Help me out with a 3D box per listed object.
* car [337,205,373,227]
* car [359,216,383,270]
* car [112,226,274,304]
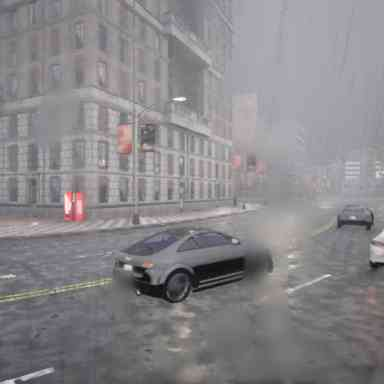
[{"bbox_3d":[10.865,1.554,22.064,1.994,1.385,4.181,0,0,30],"label":"car"},{"bbox_3d":[6.799,1.522,10.094,1.812,1.442,4.674,0,0,42],"label":"car"},{"bbox_3d":[0.170,1.557,8.256,4.181,1.385,1.994,0,0,-41],"label":"car"}]
